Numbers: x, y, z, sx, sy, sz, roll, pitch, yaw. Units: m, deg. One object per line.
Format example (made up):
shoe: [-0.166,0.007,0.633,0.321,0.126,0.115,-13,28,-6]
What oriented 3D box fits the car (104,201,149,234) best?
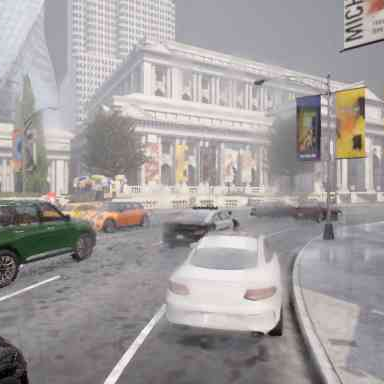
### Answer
car: [-4.563,1.350,19.602,2.097,1.767,4.553,0,0,31]

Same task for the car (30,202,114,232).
car: [-7.546,1.475,21.469,1.882,1.535,5.008,0,0,30]

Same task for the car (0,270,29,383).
car: [-2.591,1.564,1.534,1.994,1.385,4.181,0,0,2]

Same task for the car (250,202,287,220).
car: [7.281,1.548,28.426,5.357,1.411,2.033,0,0,-39]

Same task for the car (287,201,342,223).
car: [9.804,1.479,25.802,5.008,1.535,1.882,0,0,-41]

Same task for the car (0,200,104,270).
car: [-4.955,1.219,9.418,2.150,2.045,5.566,0,0,15]

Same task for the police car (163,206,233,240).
police car: [0.632,1.424,14.352,1.930,1.638,5.238,0,0,24]

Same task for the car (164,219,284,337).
car: [0.836,1.525,6.696,1.812,1.442,4.674,0,0,13]
